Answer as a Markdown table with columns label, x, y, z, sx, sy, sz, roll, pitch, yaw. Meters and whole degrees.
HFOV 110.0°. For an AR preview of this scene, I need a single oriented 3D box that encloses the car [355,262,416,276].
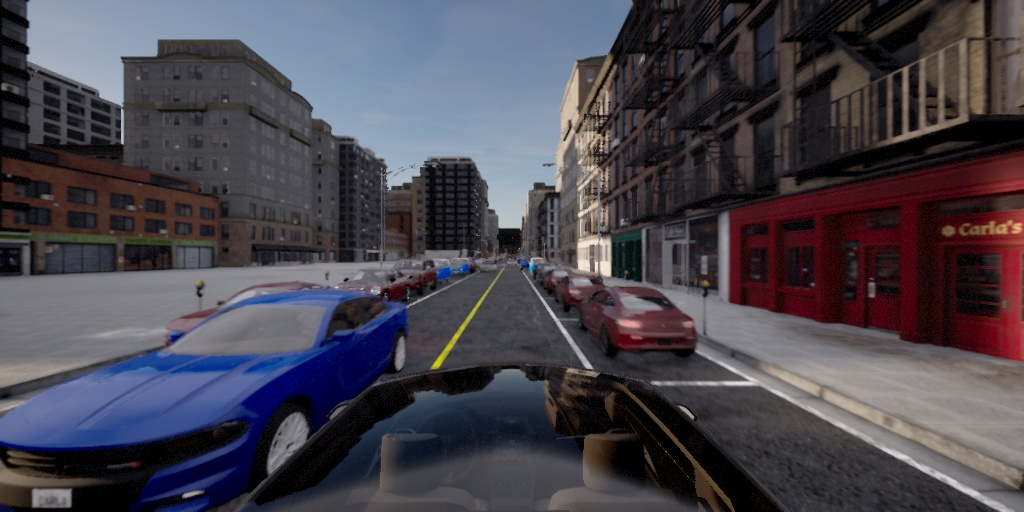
| label | x | y | z | sx | sy | sz | roll | pitch | yaw |
| --- | --- | --- | --- | --- | --- | --- | --- | --- | --- |
| car | -5.384 | 1.182 | 13.955 | 1.967 | 1.591 | 4.097 | 0 | 0 | 0 |

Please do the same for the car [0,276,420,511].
| label | x | y | z | sx | sy | sz | roll | pitch | yaw |
| --- | --- | --- | --- | --- | --- | --- | --- | --- | --- |
| car | -2.840 | 1.226 | 4.712 | 1.882 | 1.535 | 5.008 | 0 | 0 | 0 |

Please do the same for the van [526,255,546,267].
| label | x | y | z | sx | sy | sz | roll | pitch | yaw |
| --- | --- | --- | --- | --- | --- | --- | --- | --- | --- |
| van | 2.648 | 1.071 | 36.672 | 1.690 | 1.789 | 3.998 | 0 | 0 | 0 |

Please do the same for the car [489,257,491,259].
| label | x | y | z | sx | sy | sz | roll | pitch | yaw |
| --- | --- | --- | --- | --- | --- | --- | --- | --- | --- |
| car | -5.368 | 1.151 | 65.075 | 1.967 | 1.591 | 4.097 | 0 | 0 | 0 |

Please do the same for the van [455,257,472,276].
| label | x | y | z | sx | sy | sz | roll | pitch | yaw |
| --- | --- | --- | --- | --- | --- | --- | --- | --- | --- |
| van | -5.377 | 1.071 | 36.675 | 1.690 | 1.789 | 3.998 | 0 | 0 | 0 |

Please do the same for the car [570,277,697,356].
| label | x | y | z | sx | sy | sz | roll | pitch | yaw |
| --- | --- | --- | --- | --- | --- | --- | --- | --- | --- |
| car | 2.639 | 1.328 | 8.272 | 1.802 | 1.307 | 4.207 | 0 | 0 | 0 |

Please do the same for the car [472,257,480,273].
| label | x | y | z | sx | sy | sz | roll | pitch | yaw |
| --- | --- | --- | --- | --- | --- | --- | --- | --- | --- |
| car | -5.375 | 1.042 | 42.355 | 2.192 | 1.841 | 5.009 | 0 | 0 | 0 |

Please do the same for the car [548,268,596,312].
| label | x | y | z | sx | sy | sz | roll | pitch | yaw |
| --- | --- | --- | --- | --- | --- | --- | --- | --- | --- |
| car | 2.641 | 1.325 | 13.952 | 1.802 | 1.307 | 4.207 | 0 | 0 | 0 |

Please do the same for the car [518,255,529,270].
| label | x | y | z | sx | sy | sz | roll | pitch | yaw |
| --- | --- | --- | --- | --- | --- | --- | --- | --- | --- |
| car | 2.284 | 0.943 | 50.500 | 2.150 | 2.045 | 5.566 | 0 | 0 | 0 |

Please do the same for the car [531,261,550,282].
| label | x | y | z | sx | sy | sz | roll | pitch | yaw |
| --- | --- | --- | --- | --- | --- | --- | --- | --- | --- |
| car | 2.645 | 1.287 | 25.312 | 2.007 | 1.370 | 4.403 | 0 | 0 | 0 |

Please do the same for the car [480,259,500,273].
| label | x | y | z | sx | sy | sz | roll | pitch | yaw |
| --- | --- | --- | --- | --- | --- | --- | --- | --- | --- |
| car | -2.823 | 1.327 | 43.094 | 1.895 | 1.301 | 4.718 | 0 | 0 | 0 |

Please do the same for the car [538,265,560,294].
| label | x | y | z | sx | sy | sz | roll | pitch | yaw |
| --- | --- | --- | --- | --- | --- | --- | --- | --- | --- |
| car | 2.643 | 1.321 | 19.632 | 1.802 | 1.307 | 4.207 | 0 | 0 | 0 |

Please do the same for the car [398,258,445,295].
| label | x | y | z | sx | sy | sz | roll | pitch | yaw |
| --- | --- | --- | --- | --- | --- | --- | --- | --- | --- |
| car | -5.382 | 1.053 | 19.635 | 2.192 | 1.841 | 5.009 | 0 | 0 | 0 |

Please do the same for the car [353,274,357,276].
| label | x | y | z | sx | sy | sz | roll | pitch | yaw |
| --- | --- | --- | --- | --- | --- | --- | --- | --- | --- |
| car | -5.386 | 1.290 | 8.275 | 1.888 | 1.381 | 4.507 | 0 | 0 | 0 |

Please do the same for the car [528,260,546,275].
| label | x | y | z | sx | sy | sz | roll | pitch | yaw |
| --- | --- | --- | --- | --- | --- | --- | --- | --- | --- |
| car | 2.647 | 1.299 | 30.992 | 1.948 | 1.339 | 4.313 | 0 | 0 | 0 |

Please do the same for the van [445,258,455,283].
| label | x | y | z | sx | sy | sz | roll | pitch | yaw |
| --- | --- | --- | --- | --- | --- | --- | --- | --- | --- |
| van | -5.380 | 1.076 | 25.315 | 1.690 | 1.789 | 3.998 | 0 | 0 | 0 |
